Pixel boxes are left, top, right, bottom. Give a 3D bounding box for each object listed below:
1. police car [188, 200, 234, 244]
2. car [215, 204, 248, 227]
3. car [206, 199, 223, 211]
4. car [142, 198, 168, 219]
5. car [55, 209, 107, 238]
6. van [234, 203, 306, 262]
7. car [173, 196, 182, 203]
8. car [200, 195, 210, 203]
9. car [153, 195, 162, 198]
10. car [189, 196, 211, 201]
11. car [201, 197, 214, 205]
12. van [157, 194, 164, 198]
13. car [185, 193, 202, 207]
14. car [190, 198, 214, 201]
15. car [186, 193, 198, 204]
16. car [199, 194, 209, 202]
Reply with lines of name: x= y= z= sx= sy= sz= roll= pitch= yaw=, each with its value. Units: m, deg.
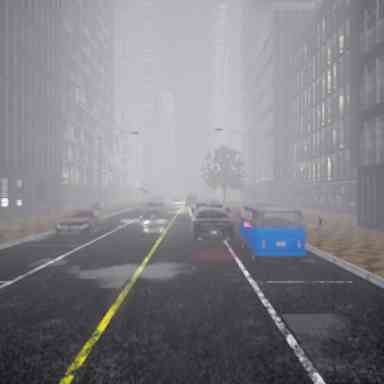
police car: x=0.900 y=1.418 z=15.993 sx=1.930 sy=1.638 sz=5.238 roll=0 pitch=0 yaw=0
car: x=2.689 y=1.572 z=23.248 sx=1.802 sy=1.307 sz=4.206 roll=0 pitch=0 yaw=0
car: x=2.689 y=1.564 z=40.326 sx=1.802 sy=1.307 sz=4.206 roll=0 pitch=0 yaw=0
car: x=-3.101 y=1.534 z=29.029 sx=2.033 sy=1.411 sz=5.357 roll=0 pitch=0 yaw=0
car: x=-5.691 y=1.574 z=17.558 sx=1.802 sy=1.307 sz=4.206 roll=0 pitch=0 yaw=0
van: x=2.690 y=1.336 z=11.864 sx=1.690 sy=1.788 sz=3.998 roll=0 pitch=0 yaw=0
car: x=-3.003 y=1.471 z=70.365 sx=2.033 sy=1.411 sz=5.357 roll=0 pitch=0 yaw=0
car: x=2.688 y=1.381 z=68.788 sx=1.967 sy=1.590 sz=4.097 roll=0 pitch=0 yaw=0
car: x=-5.692 y=1.528 z=46.021 sx=2.008 sy=1.369 sz=4.403 roll=0 pitch=0 yaw=0
car: x=0.899 y=1.441 z=32.073 sx=1.801 sy=1.575 sz=5.366 roll=0 pitch=0 yaw=0
car: x=2.689 y=1.514 z=57.403 sx=2.008 sy=1.369 sz=4.403 roll=0 pitch=0 yaw=0
van: x=-5.692 y=1.304 z=57.406 sx=1.690 sy=1.788 sz=3.998 roll=0 pitch=0 yaw=0
car: x=-0.002 y=1.323 z=51.599 sx=2.097 sy=1.767 sz=4.553 roll=0 pitch=0 yaw=0
car: x=0.899 y=1.494 z=25.883 sx=1.837 sy=1.490 sz=4.892 roll=0 pitch=0 yaw=0
car: x=-0.003 y=1.182 z=66.659 sx=2.150 sy=2.045 sz=5.566 roll=0 pitch=0 yaw=0
car: x=2.688 y=1.370 z=74.480 sx=1.967 sy=1.590 sz=4.097 roll=0 pitch=0 yaw=0
